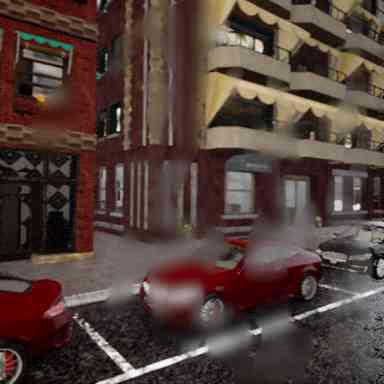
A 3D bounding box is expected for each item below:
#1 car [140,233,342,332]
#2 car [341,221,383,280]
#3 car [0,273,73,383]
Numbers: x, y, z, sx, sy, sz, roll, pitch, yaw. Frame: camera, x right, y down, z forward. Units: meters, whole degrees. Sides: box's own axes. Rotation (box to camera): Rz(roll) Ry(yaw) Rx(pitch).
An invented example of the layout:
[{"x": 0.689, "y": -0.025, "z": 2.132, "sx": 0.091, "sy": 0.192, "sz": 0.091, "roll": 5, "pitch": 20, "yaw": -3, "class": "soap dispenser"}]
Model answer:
[{"x": 1.004, "y": 1.605, "z": 6.813, "sx": 4.206, "sy": 1.307, "sz": 1.802, "roll": 0, "pitch": 1, "yaw": -36, "class": "car"}, {"x": 5.517, "y": 1.602, "z": 10.042, "sx": 4.403, "sy": 1.369, "sz": 2.008, "roll": 0, "pitch": 1, "yaw": -36, "class": "car"}, {"x": -3.509, "y": 1.578, "z": 3.584, "sx": 4.206, "sy": 1.307, "sz": 1.802, "roll": 0, "pitch": 1, "yaw": -36, "class": "car"}]
